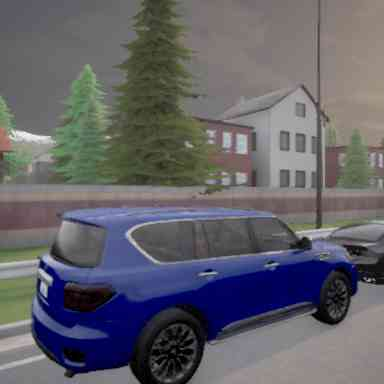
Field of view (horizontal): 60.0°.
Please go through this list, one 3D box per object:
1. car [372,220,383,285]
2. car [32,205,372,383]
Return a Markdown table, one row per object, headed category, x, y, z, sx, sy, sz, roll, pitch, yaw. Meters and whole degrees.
| category | x | y | z | sx | sy | sz | roll | pitch | yaw |
| --- | --- | --- | --- | --- | --- | --- | --- | --- | --- |
| car | 5.293 | 1.531 | 8.959 | 4.892 | 1.490 | 1.837 | 0 | 0 | -36 |
| car | 0.443 | 1.237 | 5.479 | 5.566 | 2.045 | 2.150 | 0 | 0 | -36 |
